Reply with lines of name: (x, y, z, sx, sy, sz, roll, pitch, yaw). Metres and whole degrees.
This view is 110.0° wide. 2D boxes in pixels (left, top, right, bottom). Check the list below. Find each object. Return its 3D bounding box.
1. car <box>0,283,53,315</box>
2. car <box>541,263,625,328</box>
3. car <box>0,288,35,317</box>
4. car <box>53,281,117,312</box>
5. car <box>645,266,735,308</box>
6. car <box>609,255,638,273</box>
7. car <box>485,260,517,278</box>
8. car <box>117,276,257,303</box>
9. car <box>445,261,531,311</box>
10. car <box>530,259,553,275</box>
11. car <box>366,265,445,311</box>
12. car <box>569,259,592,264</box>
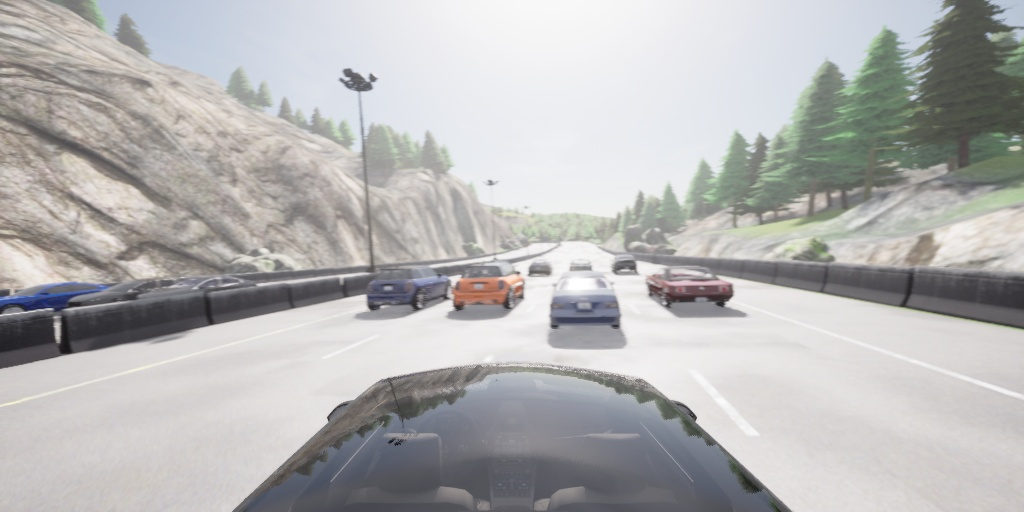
car: (-21.808, 2.037, 16.987, 1.882, 1.535, 5.008, -2, 0, 11)
car: (2.113, 1.140, 10.645, 2.033, 1.411, 5.357, -2, 0, 11)
car: (-25.550, 2.327, 15.996, 1.895, 1.301, 4.718, -2, 0, 11)
car: (-18.140, 1.905, 17.568, 1.837, 1.490, 4.892, -2, 0, 11)
car: (6.117, 1.005, 13.006, 1.895, 1.301, 4.718, -2, 0, 11)
car: (9.321, 0.643, 30.068, 1.837, 1.490, 4.892, -2, 0, 11)
car: (-0.876, 1.117, 32.596, 1.994, 1.385, 4.181, -2, 0, 11)
car: (-14.685, 1.749, 17.019, 2.128, 1.511, 4.902, -2, 0, 11)
car: (-0.748, 1.037, 14.398, 2.097, 1.767, 4.553, -2, 0, 11)
car: (2.558, 0.976, 31.938, 1.994, 1.385, 4.181, -2, 0, 11)
car: (-4.146, 1.175, 15.252, 2.097, 1.767, 4.553, -2, 0, 11)
car: (5.706, 0.896, 29.742, 1.895, 1.301, 4.718, -2, 0, 11)
